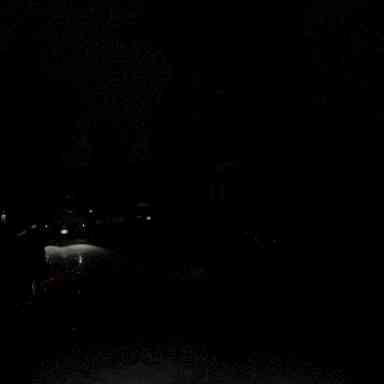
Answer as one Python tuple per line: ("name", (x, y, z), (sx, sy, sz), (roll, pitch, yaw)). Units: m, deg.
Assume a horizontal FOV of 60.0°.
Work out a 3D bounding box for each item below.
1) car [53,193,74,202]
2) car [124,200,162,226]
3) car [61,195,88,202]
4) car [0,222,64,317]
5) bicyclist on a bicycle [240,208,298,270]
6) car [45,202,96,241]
("car", (-17.294, 0.836, 45.143), (2.128, 1.511, 4.902), (-1, 1, -42))
("car", (-3.100, 1.231, 20.690), (1.812, 1.442, 4.674), (0, 1, -17))
("car", (-8.520, 1.188, 24.915), (2.033, 1.411, 5.357), (0, 1, -22))
("car", (-3.867, 1.474, 4.818), (2.033, 1.411, 5.357), (0, 1, -2))
("bicyclist on a bicycle", (2.019, 1.238, 9.029), (1.656, 1.620, 0.582), (-9, 2, -7))
("car", (-5.423, 1.347, 14.960), (1.994, 1.385, 4.181), (0, 1, -12))
